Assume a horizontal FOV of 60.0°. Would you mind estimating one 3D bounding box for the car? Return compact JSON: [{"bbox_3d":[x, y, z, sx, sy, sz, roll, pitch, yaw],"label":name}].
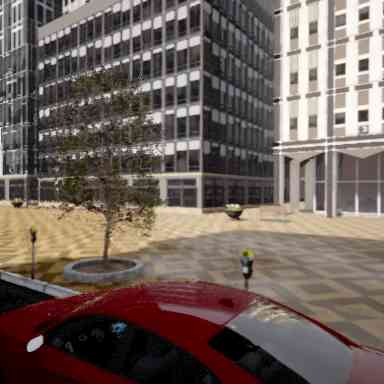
[{"bbox_3d":[-0.332,1.542,3.105,4.507,1.381,1.887,0,0,36],"label":"car"}]
